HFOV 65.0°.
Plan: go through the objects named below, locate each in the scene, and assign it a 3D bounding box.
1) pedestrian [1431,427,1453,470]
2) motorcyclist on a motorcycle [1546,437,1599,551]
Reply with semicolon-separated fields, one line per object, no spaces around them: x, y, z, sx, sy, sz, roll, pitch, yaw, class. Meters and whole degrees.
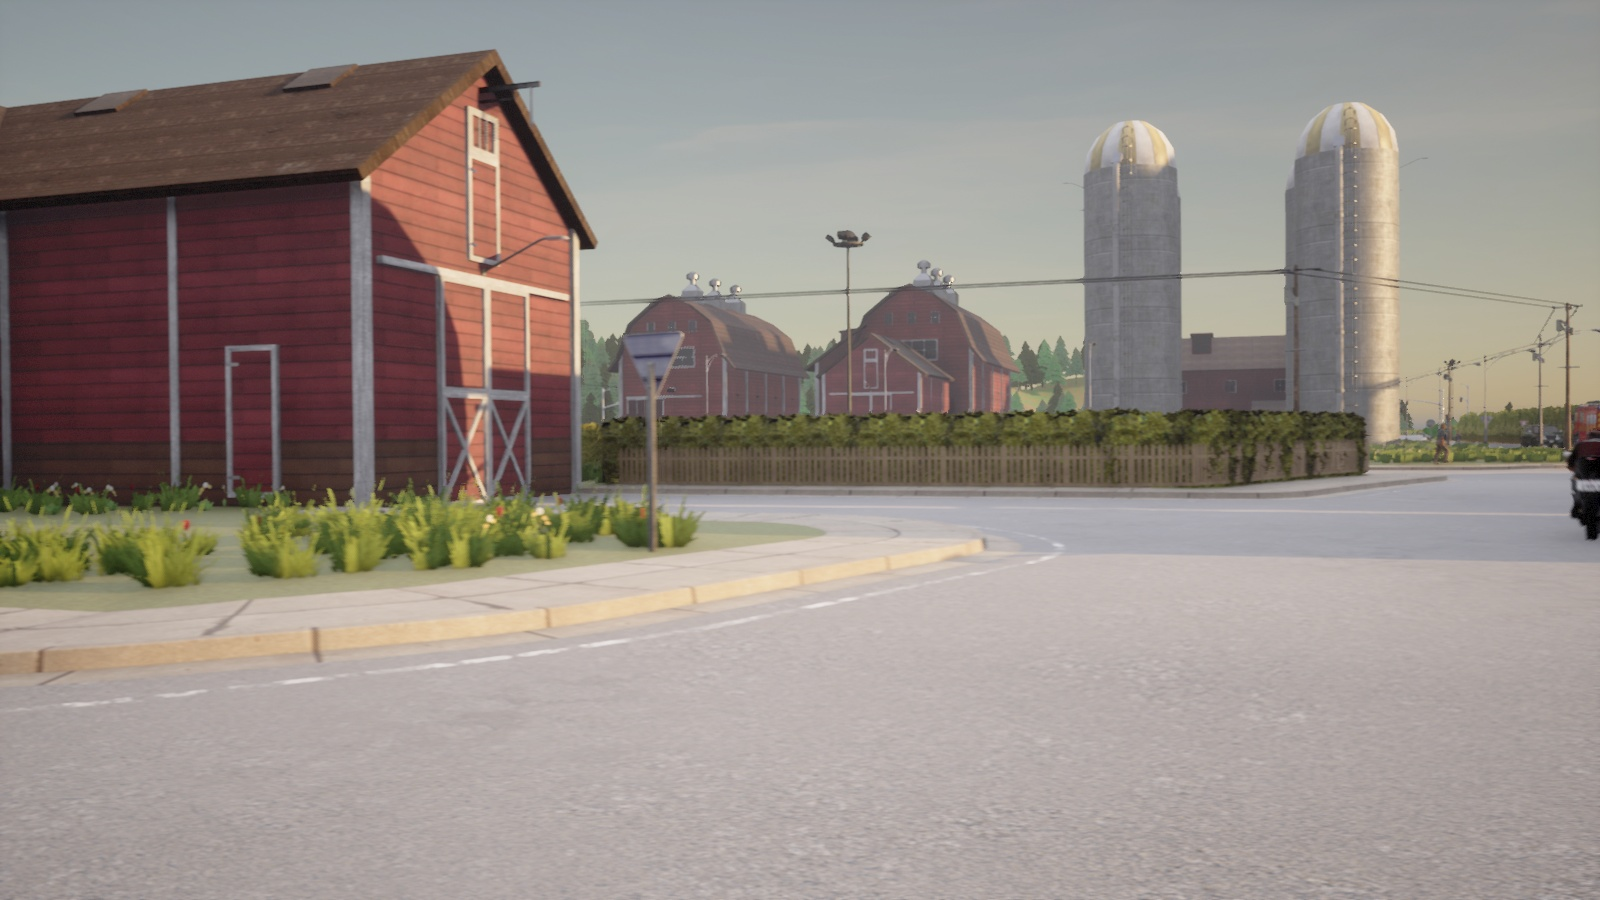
28.083;-0.077;54.961;0.694;1.848;0.540;0;1;3;pedestrian
11.208;0.578;17.830;0.866;1.530;2.191;1;1;35;motorcyclist on a motorcycle
